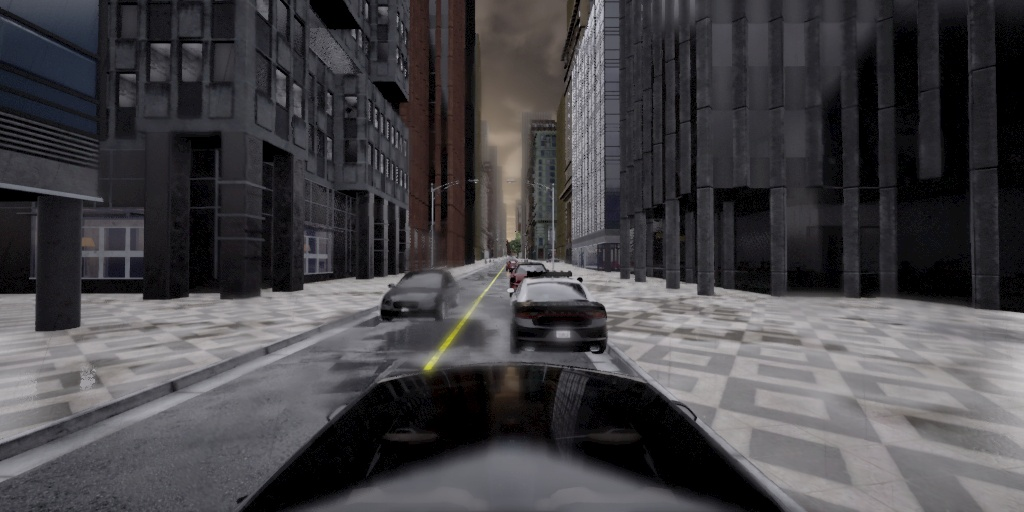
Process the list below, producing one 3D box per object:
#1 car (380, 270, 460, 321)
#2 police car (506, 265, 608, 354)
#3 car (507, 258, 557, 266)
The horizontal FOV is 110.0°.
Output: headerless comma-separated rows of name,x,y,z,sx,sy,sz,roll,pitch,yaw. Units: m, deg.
car,-2.988,1.255,12.482,1.837,1.490,4.892,0,0,0
police car,0.907,1.177,8.902,1.930,1.638,5.238,0,0,0
car,0.918,1.101,18.763,2.097,1.767,4.553,0,0,0
